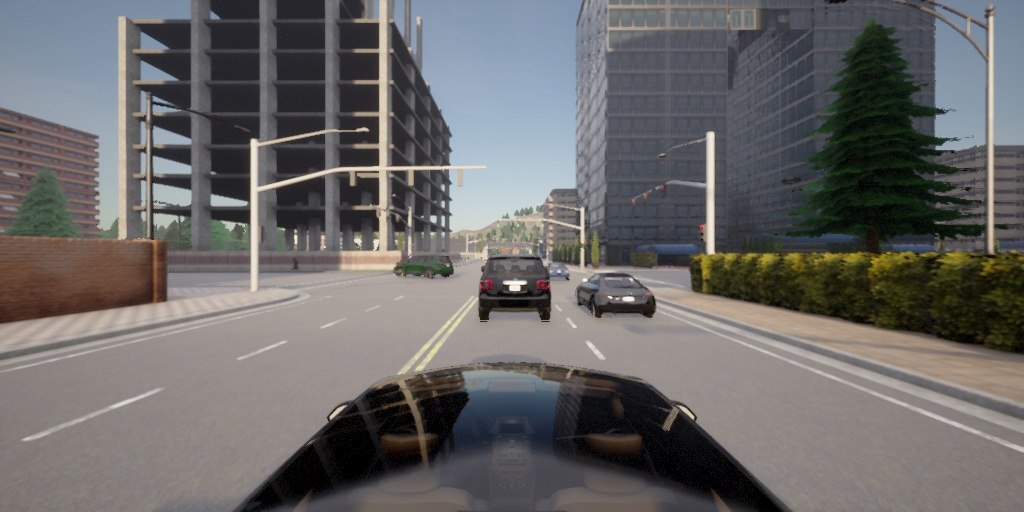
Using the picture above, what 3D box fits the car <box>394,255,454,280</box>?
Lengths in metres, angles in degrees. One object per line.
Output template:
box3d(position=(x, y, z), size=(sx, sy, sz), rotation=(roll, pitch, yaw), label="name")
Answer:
box3d(position=(-7.661, 0.908, 31.141), size=(5.566, 2.045, 2.150), rotation=(0, -1, 30), label="car")

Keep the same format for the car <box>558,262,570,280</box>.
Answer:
box3d(position=(3.597, 1.237, 29.916), size=(2.033, 1.411, 5.357), rotation=(0, 0, 0), label="car")

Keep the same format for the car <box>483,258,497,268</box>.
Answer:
box3d(position=(-3.554, 1.107, 58.178), size=(1.882, 1.535, 5.008), rotation=(0, 0, 0), label="car")

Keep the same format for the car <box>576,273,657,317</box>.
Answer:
box3d(position=(3.587, 1.290, 13.027), size=(1.994, 1.385, 4.181), rotation=(0, 0, 0), label="car")

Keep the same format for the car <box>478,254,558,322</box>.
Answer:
box3d(position=(0.083, 0.949, 12.387), size=(2.150, 2.045, 5.566), rotation=(0, 0, 0), label="car")

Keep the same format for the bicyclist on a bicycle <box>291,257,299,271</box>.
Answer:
box3d(position=(-26.439, 0.962, 43.657), size=(0.582, 1.620, 1.656), rotation=(0, 0, 1), label="bicyclist on a bicycle")
